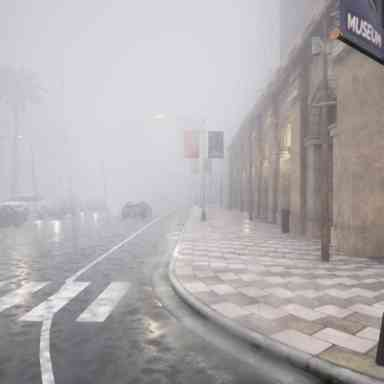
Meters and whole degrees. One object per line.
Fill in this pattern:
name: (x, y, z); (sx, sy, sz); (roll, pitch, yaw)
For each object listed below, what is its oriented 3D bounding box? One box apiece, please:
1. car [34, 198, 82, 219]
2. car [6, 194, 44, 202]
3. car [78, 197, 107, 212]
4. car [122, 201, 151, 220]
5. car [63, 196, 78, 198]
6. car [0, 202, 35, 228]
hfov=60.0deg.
car: (-11.669, 1.526, 29.199); (1.812, 1.442, 4.674); (0, 0, 1)
car: (-15.157, 1.221, 30.017); (2.150, 2.045, 5.566); (0, 0, 1)
car: (-11.424, 1.526, 39.085); (1.812, 1.442, 4.674); (0, 0, 1)
car: (-4.597, 1.503, 28.046); (2.128, 1.511, 4.902); (0, 0, 1)
car: (-14.895, 1.352, 40.338); (2.097, 1.767, 4.553); (0, 0, 2)
car: (-11.840, 1.547, 19.772); (2.033, 1.411, 5.357); (0, 0, 1)
